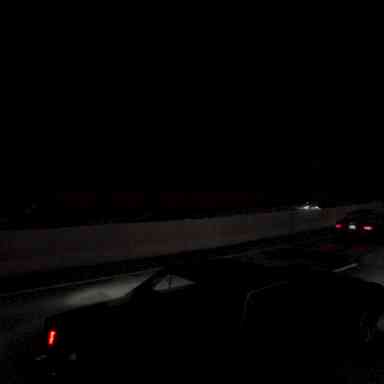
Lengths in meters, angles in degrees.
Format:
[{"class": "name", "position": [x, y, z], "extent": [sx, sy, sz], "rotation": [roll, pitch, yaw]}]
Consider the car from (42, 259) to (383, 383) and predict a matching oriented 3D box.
[{"class": "car", "position": [0.710, 1.609, 4.472], "extent": [4.718, 1.301, 1.895], "rotation": [0, 0, -37]}]

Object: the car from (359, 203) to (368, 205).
[{"class": "car", "position": [24.846, 1.651, 47.883], "extent": [1.895, 1.301, 4.718], "rotation": [0, 0, 37]}]

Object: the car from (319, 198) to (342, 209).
[{"class": "car", "position": [19.513, 1.621, 46.617], "extent": [1.994, 1.385, 4.181], "rotation": [0, 0, 37]}]

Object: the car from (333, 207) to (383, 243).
[{"class": "car", "position": [8.720, 1.564, 16.206], "extent": [2.033, 1.411, 5.357], "rotation": [0, 0, 45]}]

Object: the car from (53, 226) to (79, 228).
[{"class": "car", "position": [-8.776, 1.406, 19.570], "extent": [4.553, 1.767, 2.097], "rotation": [0, 0, -40]}]

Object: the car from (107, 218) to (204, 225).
[{"class": "car", "position": [-1.677, 1.582, 16.297], "extent": [5.357, 1.411, 2.033], "rotation": [0, 0, -41]}]

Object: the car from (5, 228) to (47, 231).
[{"class": "car", "position": [-9.118, 1.646, 14.808], "extent": [4.718, 1.301, 1.895], "rotation": [0, 0, -37]}]
